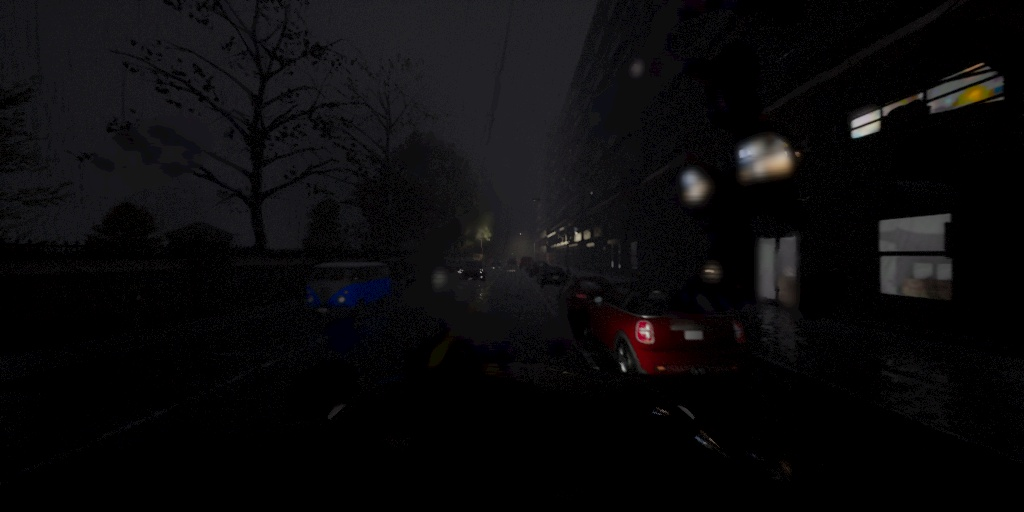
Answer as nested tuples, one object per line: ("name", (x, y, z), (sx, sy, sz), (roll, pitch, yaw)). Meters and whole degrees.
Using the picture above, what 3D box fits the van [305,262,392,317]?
("van", (-5.693, 1.110, 12.869), (1.690, 1.789, 3.998), (0, 0, 0))

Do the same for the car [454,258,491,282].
("car", (-3.105, 1.151, 29.211), (2.097, 1.767, 4.553), (0, 0, 0))

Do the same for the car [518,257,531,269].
("car", (2.380, 1.106, 60.336), (2.150, 2.045, 5.566), (0, 0, 0))

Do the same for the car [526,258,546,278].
("car", (2.683, 1.252, 35.391), (1.967, 1.591, 4.097), (0, 0, 0))

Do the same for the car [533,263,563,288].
("car", (2.685, 1.354, 24.132), (1.948, 1.339, 4.313), (0, 0, 0))

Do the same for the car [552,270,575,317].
("car", (2.688, 1.350, 12.871), (1.802, 1.307, 4.207), (0, 0, 0))

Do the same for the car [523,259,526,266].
("car", (2.681, 1.365, 46.821), (1.751, 1.417, 4.829), (0, 0, 0))

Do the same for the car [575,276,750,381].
("car", (2.689, 1.199, 7.240), (1.967, 1.591, 4.097), (0, 0, 0))

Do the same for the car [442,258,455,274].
("car", (-5.697, 1.127, 35.389), (2.192, 1.841, 5.009), (0, 0, 0))

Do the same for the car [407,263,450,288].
("car", (-5.695, 1.355, 24.129), (1.948, 1.339, 4.313), (0, 0, 0))
